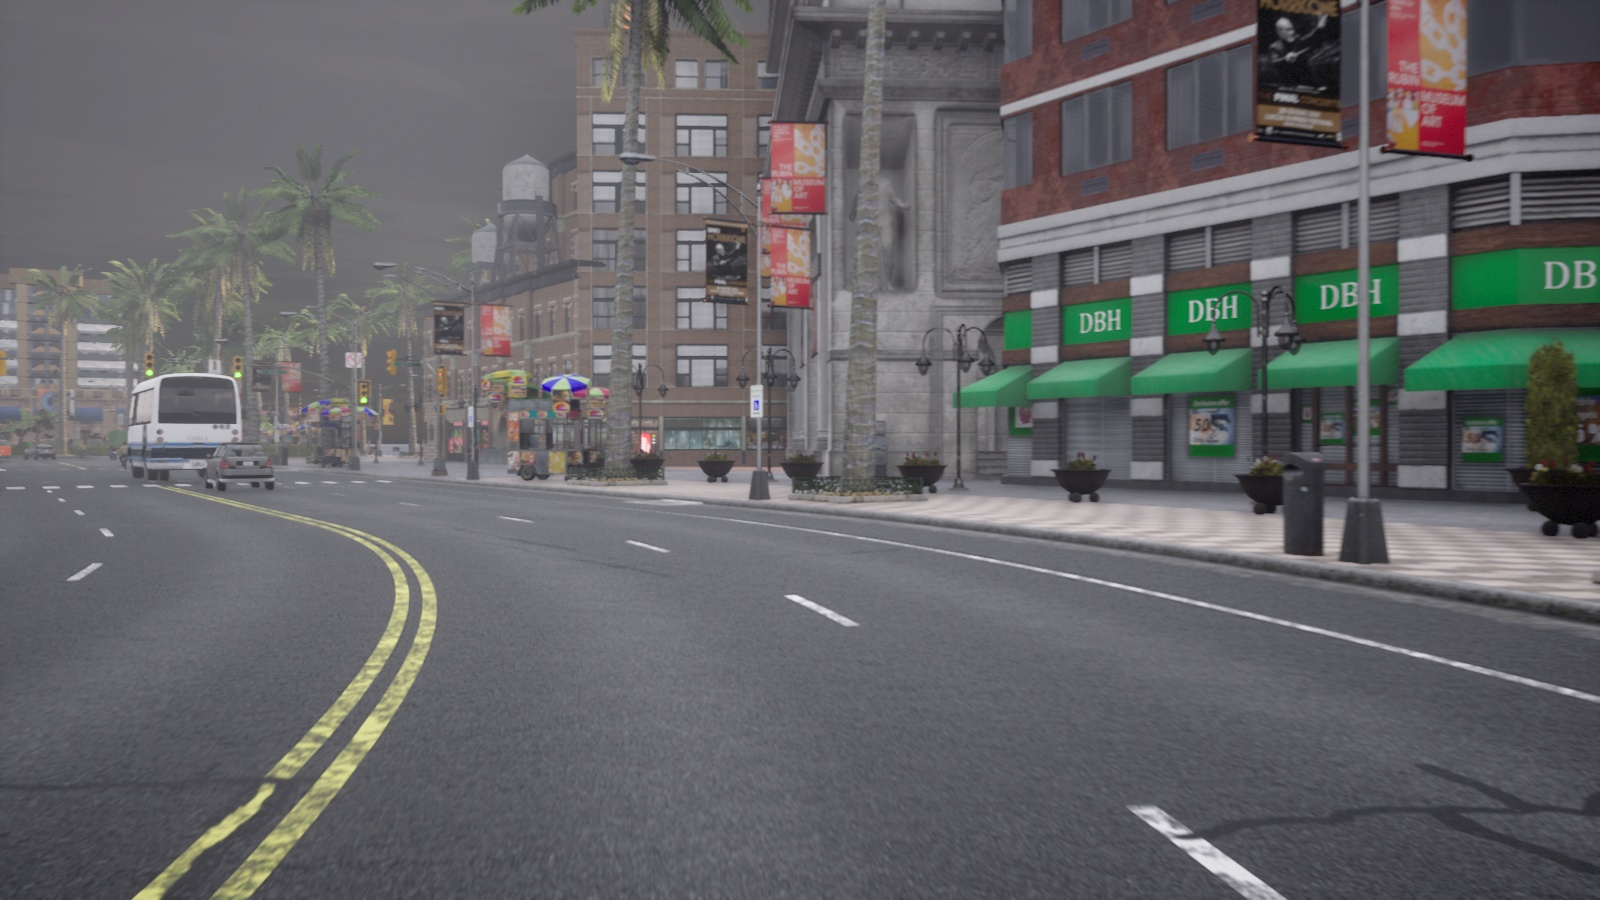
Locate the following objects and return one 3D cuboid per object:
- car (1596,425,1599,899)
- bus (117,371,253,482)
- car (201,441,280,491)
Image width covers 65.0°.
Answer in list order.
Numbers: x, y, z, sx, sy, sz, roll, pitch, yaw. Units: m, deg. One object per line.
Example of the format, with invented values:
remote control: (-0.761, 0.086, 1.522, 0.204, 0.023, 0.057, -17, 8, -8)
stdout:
car: (3.458, 0.696, 1.246, 2.128, 1.511, 4.902, 0, 0, -2)
bus: (-26.293, -0.931, 53.339, 3.944, 4.253, 10.273, 0, 0, -33)
car: (-18.361, 0.493, 41.120, 1.789, 1.549, 3.705, 0, 0, -33)
